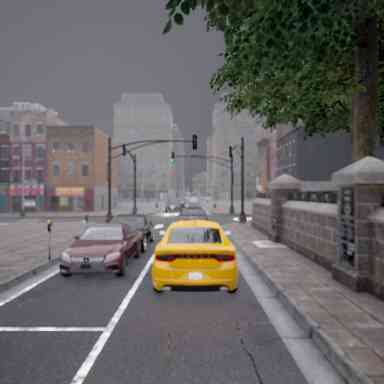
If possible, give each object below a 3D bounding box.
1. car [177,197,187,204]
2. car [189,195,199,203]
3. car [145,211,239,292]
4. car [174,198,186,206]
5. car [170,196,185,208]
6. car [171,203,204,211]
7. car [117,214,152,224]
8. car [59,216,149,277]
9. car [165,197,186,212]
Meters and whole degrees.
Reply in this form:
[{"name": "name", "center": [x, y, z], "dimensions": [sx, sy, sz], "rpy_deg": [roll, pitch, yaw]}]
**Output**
[{"name": "car", "center": [-2.119, 1.748, 71.195], "dimensions": [1.837, 1.490, 4.892], "rpy_deg": [0, 0, 0]}, {"name": "car", "center": [0.379, 1.758, 66.209], "dimensions": [1.812, 1.442, 4.674], "rpy_deg": [0, 0, 0]}, {"name": "car", "center": [0.083, 1.511, 9.050], "dimensions": [1.882, 1.535, 5.008], "rpy_deg": [0, 0, 0]}, {"name": "car", "center": [-2.190, 1.815, 60.994], "dimensions": [1.895, 1.301, 4.718], "rpy_deg": [0, 0, 0]}, {"name": "car", "center": [-2.217, 1.532, 50.934], "dimensions": [2.097, 1.767, 4.553], "rpy_deg": [0, 0, 0]}, {"name": "car", "center": [0.064, 1.625, 20.596], "dimensions": [2.033, 1.411, 5.357], "rpy_deg": [0, 0, 1]}, {"name": "car", "center": [-2.619, 1.618, 14.000], "dimensions": [1.947, 1.339, 4.313], "rpy_deg": [0, 0, 0]}, {"name": "car", "center": [-2.624, 1.620, 10.337], "dimensions": [1.802, 1.307, 4.206], "rpy_deg": [0, 0, 0]}, {"name": "car", "center": [-2.232, 1.636, 40.998], "dimensions": [2.128, 1.511, 4.902], "rpy_deg": [0, 0, 0]}]
